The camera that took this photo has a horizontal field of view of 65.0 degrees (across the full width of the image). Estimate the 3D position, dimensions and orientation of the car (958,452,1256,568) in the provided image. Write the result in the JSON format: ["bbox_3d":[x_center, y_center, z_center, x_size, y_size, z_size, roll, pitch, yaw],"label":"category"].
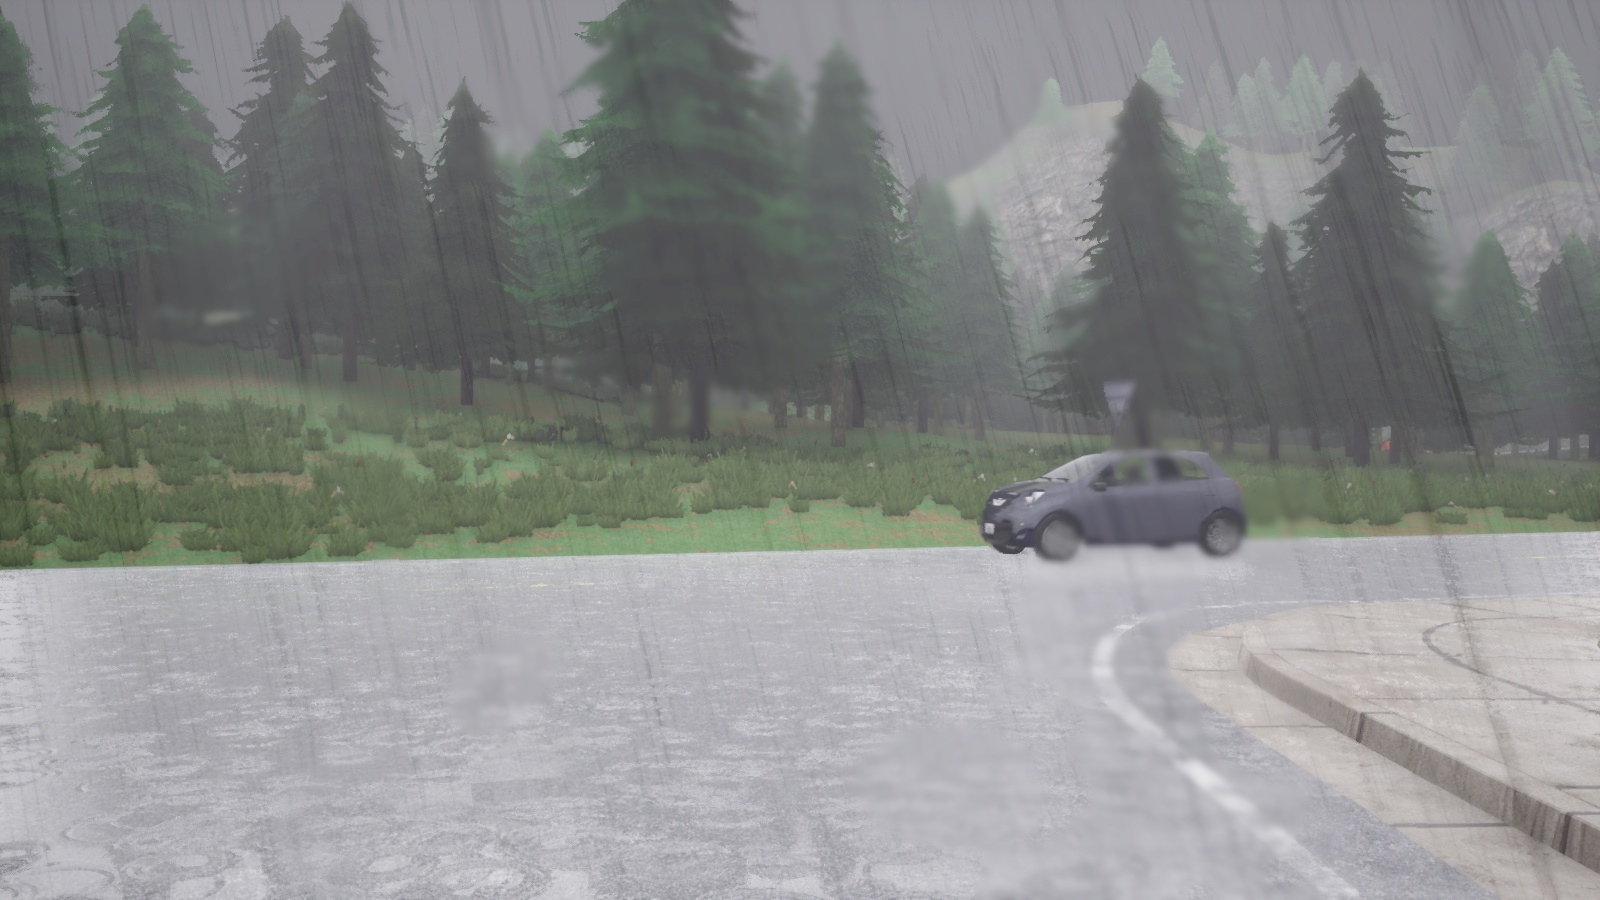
[{"bbox_3d":[4.283,0.786,17.695,3.633,1.501,1.845,0,0,-16],"label":"car"}]
